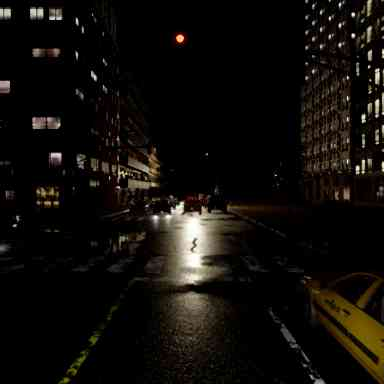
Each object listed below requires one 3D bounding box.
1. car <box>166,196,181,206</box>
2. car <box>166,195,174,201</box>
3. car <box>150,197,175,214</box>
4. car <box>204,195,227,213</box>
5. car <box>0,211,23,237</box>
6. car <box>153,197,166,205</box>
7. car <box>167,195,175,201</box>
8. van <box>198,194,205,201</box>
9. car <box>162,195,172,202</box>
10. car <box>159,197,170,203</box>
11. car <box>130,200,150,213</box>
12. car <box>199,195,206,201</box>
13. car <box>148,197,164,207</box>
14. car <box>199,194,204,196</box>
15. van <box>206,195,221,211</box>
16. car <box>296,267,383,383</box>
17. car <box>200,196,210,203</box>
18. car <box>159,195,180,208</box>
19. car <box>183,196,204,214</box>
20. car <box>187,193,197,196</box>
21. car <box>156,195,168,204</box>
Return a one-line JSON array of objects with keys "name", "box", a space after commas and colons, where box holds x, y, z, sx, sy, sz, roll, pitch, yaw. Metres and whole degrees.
[{"name": "car", "box": [-3.053, 1.525, 55.611, 2.128, 1.511, 4.902, 0, 0, 0]}, {"name": "car", "box": [-5.706, 1.611, 85.951, 1.752, 1.417, 4.829, 0, 0, 0]}, {"name": "car", "box": [-3.127, 1.558, 35.290, 2.033, 1.411, 5.357, 0, 0, -4]}, {"name": "car", "box": [2.680, 1.326, 36.383, 2.192, 1.841, 5.009, 0, 0, 0]}, {"name": "car", "box": [-11.723, 1.397, 17.081, 5.566, 2.045, 2.150, -1, 0, 4]}, {"name": "car", "box": [-5.702, 1.582, 58.487, 1.887, 1.381, 4.507, 0, 0, 0]}, {"name": "car", "box": [-5.707, 1.642, 91.647, 1.887, 1.381, 4.507, 0, 0, 0]}, {"name": "van", "box": [2.672, 1.439, 91.648, 1.690, 1.788, 3.998, 0, 0, 0]}, {"name": "car", "box": [-5.705, 1.505, 75.068, 1.967, 1.590, 4.097, 0, 0, 0]}, {"name": "car", "box": [-5.704, 1.638, 69.541, 1.802, 1.307, 4.206, 0, 0, 0]}, {"name": "car", "box": [-5.698, 1.562, 36.381, 2.008, 1.369, 4.403, 0, 0, 0]}, {"name": "car", "box": [2.674, 1.612, 86.292, 1.752, 1.417, 4.829, 0, 0, 0]}, {"name": "car", "box": [-5.701, 1.580, 52.961, 2.008, 1.369, 4.403, 0, 0, 0]}, {"name": "car", "box": [2.677, 1.353, 58.488, 2.192, 1.841, 5.009, 0, 0, 0]}, {"name": "van", "box": [2.679, 1.357, 41.908, 1.690, 1.788, 3.998, 0, 0, 0]}, {"name": "car", "box": [2.686, 1.525, 4.140, 1.752, 1.417, 4.829, 0, 0, 0]}, {"name": "car", "box": [2.676, 1.601, 69.542, 1.887, 1.381, 4.507, 0, 0, 0]}, {"name": "car", "box": [-3.095, 1.567, 45.418, 2.033, 1.411, 5.357, 0, 0, 0]}, {"name": "car", "box": [0.043, 1.488, 35.623, 1.882, 1.535, 5.008, 0, 0, 1]}, {"name": "car", "box": [-0.010, 1.270, 65.188, 2.150, 2.045, 5.566, 0, 0, 0]}, {"name": "car", "box": [-5.704, 1.487, 64.014, 1.967, 1.590, 4.097, 0, 0, 0]}]
